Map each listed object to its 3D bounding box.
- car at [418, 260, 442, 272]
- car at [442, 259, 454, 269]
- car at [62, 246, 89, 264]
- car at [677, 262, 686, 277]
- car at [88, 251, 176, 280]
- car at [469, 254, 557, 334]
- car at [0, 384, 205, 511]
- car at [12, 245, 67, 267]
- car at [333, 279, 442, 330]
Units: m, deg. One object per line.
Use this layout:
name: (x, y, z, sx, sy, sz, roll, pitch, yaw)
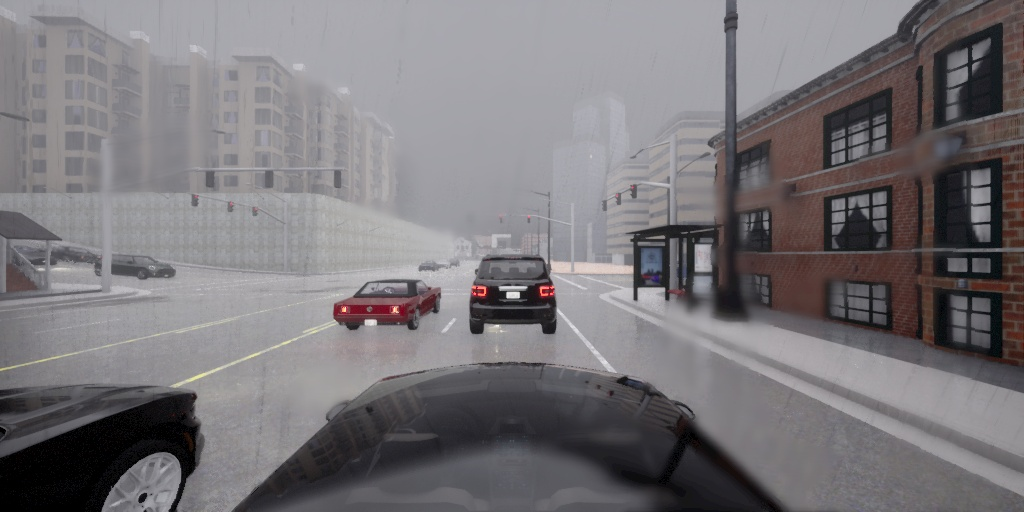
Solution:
car: (-10.842, 1.314, 46.942, 1.994, 1.385, 4.181, 0, 0, 0)
car: (-10.885, 1.276, 56.922, 1.812, 1.442, 4.674, 0, 0, -1)
car: (-38.066, -0.209, 30.500, 4.718, 1.301, 1.895, 9, 0, 0)
car: (14.319, 1.228, 30.962, 5.008, 1.535, 1.882, 0, 0, -1)
car: (-28.078, 0.719, 26.888, 4.553, 1.767, 2.097, 5, 0, 0)
car: (0.025, 0.971, 10.731, 2.150, 2.045, 5.566, 0, 0, 0)
car: (-3.405, 1.228, 0.822, 1.882, 1.535, 5.008, 0, 0, 0)
car: (-36.881, -0.072, 26.807, 4.181, 1.385, 1.994, 9, 0, -1)
car: (-3.473, 1.351, 11.047, 1.895, 1.301, 4.718, 0, 0, 0)
